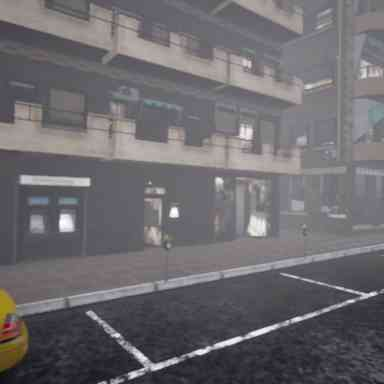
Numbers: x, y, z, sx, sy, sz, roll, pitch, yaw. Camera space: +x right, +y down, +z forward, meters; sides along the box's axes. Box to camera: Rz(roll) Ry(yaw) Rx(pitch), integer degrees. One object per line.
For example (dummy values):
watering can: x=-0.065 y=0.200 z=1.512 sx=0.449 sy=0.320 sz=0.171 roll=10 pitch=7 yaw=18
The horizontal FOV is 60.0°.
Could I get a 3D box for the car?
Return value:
car: x=-4.218 y=1.507 z=3.037 sx=4.829 sy=1.417 sz=1.752 roll=1 pitch=0 yaw=-35
